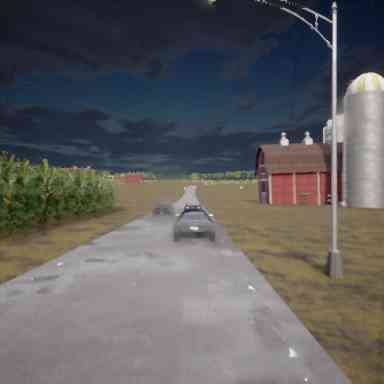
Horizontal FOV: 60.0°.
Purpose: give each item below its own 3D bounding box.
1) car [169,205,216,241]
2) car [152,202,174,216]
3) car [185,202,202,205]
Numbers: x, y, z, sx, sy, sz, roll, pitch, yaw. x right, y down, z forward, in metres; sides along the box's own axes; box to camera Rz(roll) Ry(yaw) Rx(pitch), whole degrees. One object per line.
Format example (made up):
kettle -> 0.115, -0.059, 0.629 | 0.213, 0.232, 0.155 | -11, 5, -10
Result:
car -> 0.110, 1.581, 16.713 | 1.994, 1.385, 4.181 | 0, 0, 0
car -> -2.802, 1.684, 33.048 | 1.895, 1.301, 4.718 | 0, 0, 0
car -> 0.121, 1.707, 36.748 | 1.895, 1.301, 4.718 | 0, 0, 0
